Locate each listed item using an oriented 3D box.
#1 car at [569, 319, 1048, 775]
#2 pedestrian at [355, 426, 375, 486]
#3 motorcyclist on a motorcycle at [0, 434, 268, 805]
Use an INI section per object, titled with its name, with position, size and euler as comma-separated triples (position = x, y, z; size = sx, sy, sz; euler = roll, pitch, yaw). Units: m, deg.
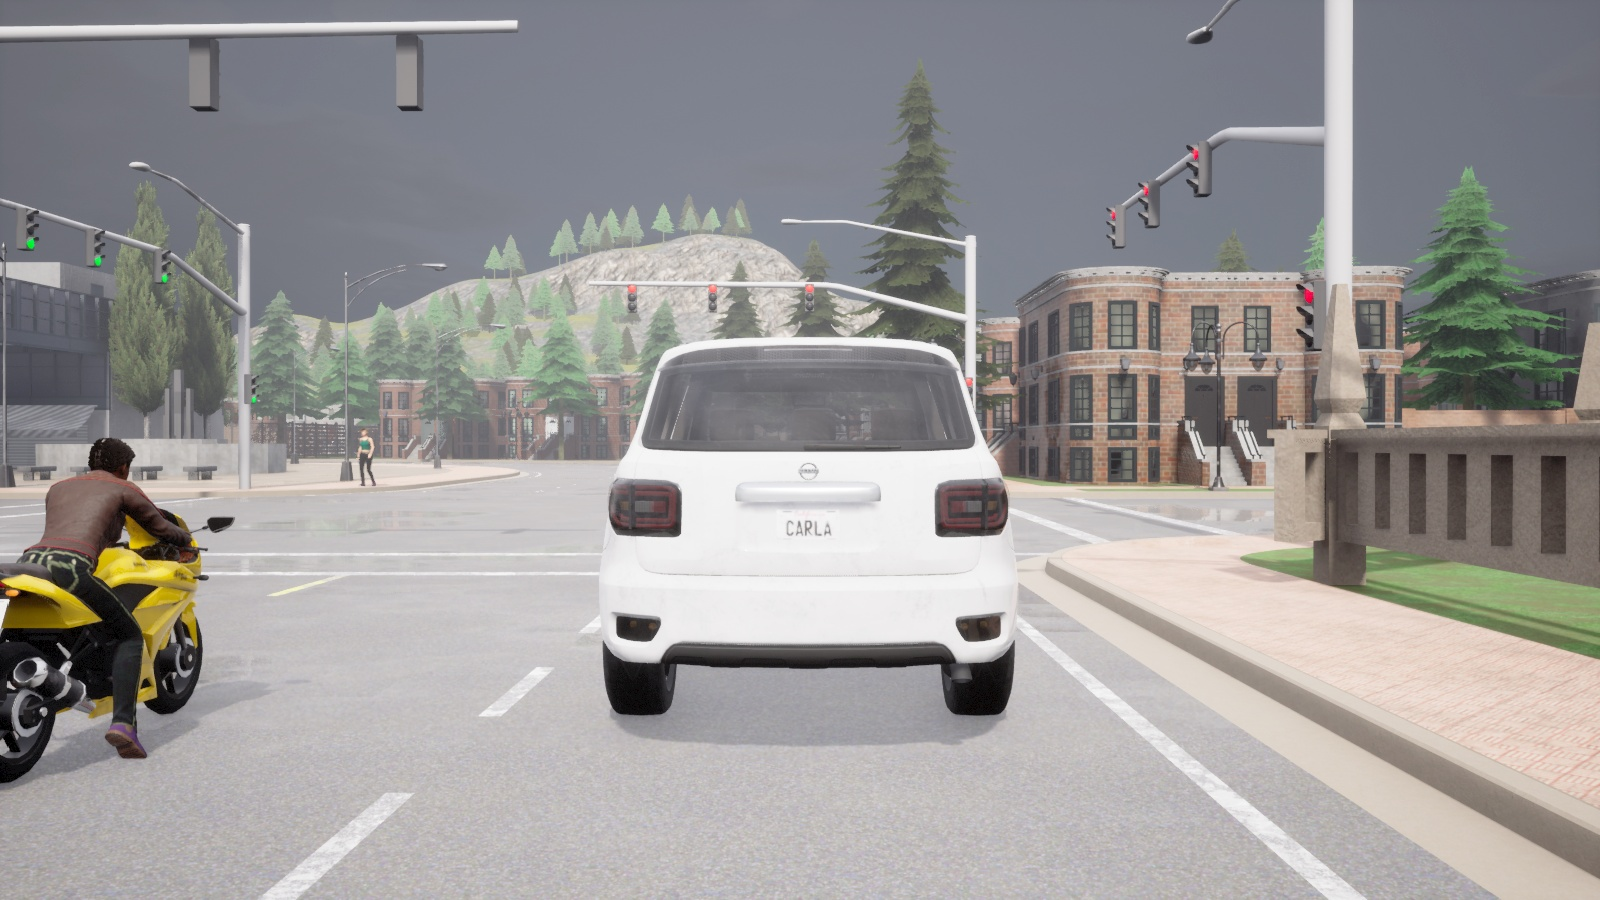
[car]
position = 0.058, 0.418, 8.421
size = 2.150, 2.045, 5.566
euler = 0, 0, 0
[pedestrian]
position = -13.407, 0.176, 38.711
size = 0.345, 1.836, 0.594
euler = 0, 0, 12
[motorcyclist on a motorcycle]
position = -3.453, 0.691, 6.178
size = 0.797, 1.523, 2.044
euler = 0, 0, 0
